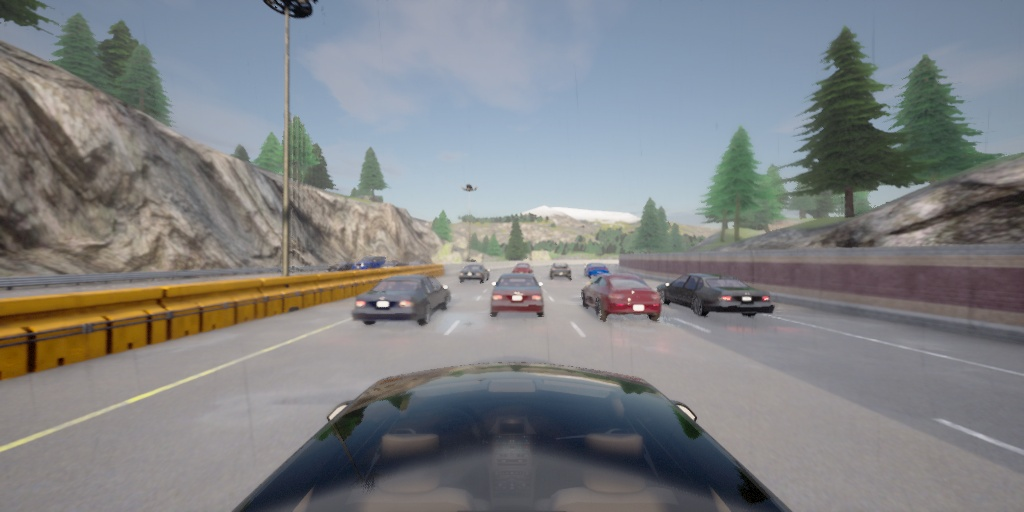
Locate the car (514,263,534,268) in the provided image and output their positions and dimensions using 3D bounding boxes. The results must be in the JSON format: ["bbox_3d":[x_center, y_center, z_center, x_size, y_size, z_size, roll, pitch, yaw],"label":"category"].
[{"bbox_3d":[1.092,1.390,34.586,1.812,1.442,4.674,0,0,5],"label":"car"}]

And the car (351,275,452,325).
[{"bbox_3d":[-3.333,1.318,11.847,2.033,1.411,5.357,0,0,1],"label":"car"}]

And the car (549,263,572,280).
[{"bbox_3d":[4.503,1.365,33.509,2.128,1.511,4.902,0,0,5],"label":"car"}]

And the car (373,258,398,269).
[{"bbox_3d":[-15.196,1.336,45.963,2.128,1.511,4.902,0,0,10],"label":"car"}]

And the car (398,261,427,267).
[{"bbox_3d":[-11.915,1.377,44.386,1.812,1.442,4.674,0,0,9],"label":"car"}]

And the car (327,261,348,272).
[{"bbox_3d":[-22.033,1.373,47.581,2.033,1.411,5.357,0,0,10],"label":"car"}]

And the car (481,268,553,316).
[{"bbox_3d":[0.190,1.338,13.487,2.033,1.411,5.357,0,0,1],"label":"car"}]

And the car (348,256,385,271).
[{"bbox_3d":[-18.571,1.060,47.104,2.150,2.045,5.566,0,-1,10],"label":"car"}]

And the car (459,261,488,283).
[{"bbox_3d":[-2.921,1.378,28.558,2.033,1.411,5.357,0,0,3],"label":"car"}]

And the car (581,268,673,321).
[{"bbox_3d":[3.678,1.325,12.623,1.812,1.442,4.674,0,0,1],"label":"car"}]

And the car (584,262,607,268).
[{"bbox_3d":[8.172,1.369,35.041,1.882,1.535,5.008,0,0,6],"label":"car"}]

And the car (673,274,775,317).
[{"bbox_3d":[7.192,1.363,13.442,2.033,1.411,5.357,0,0,1],"label":"car"}]
